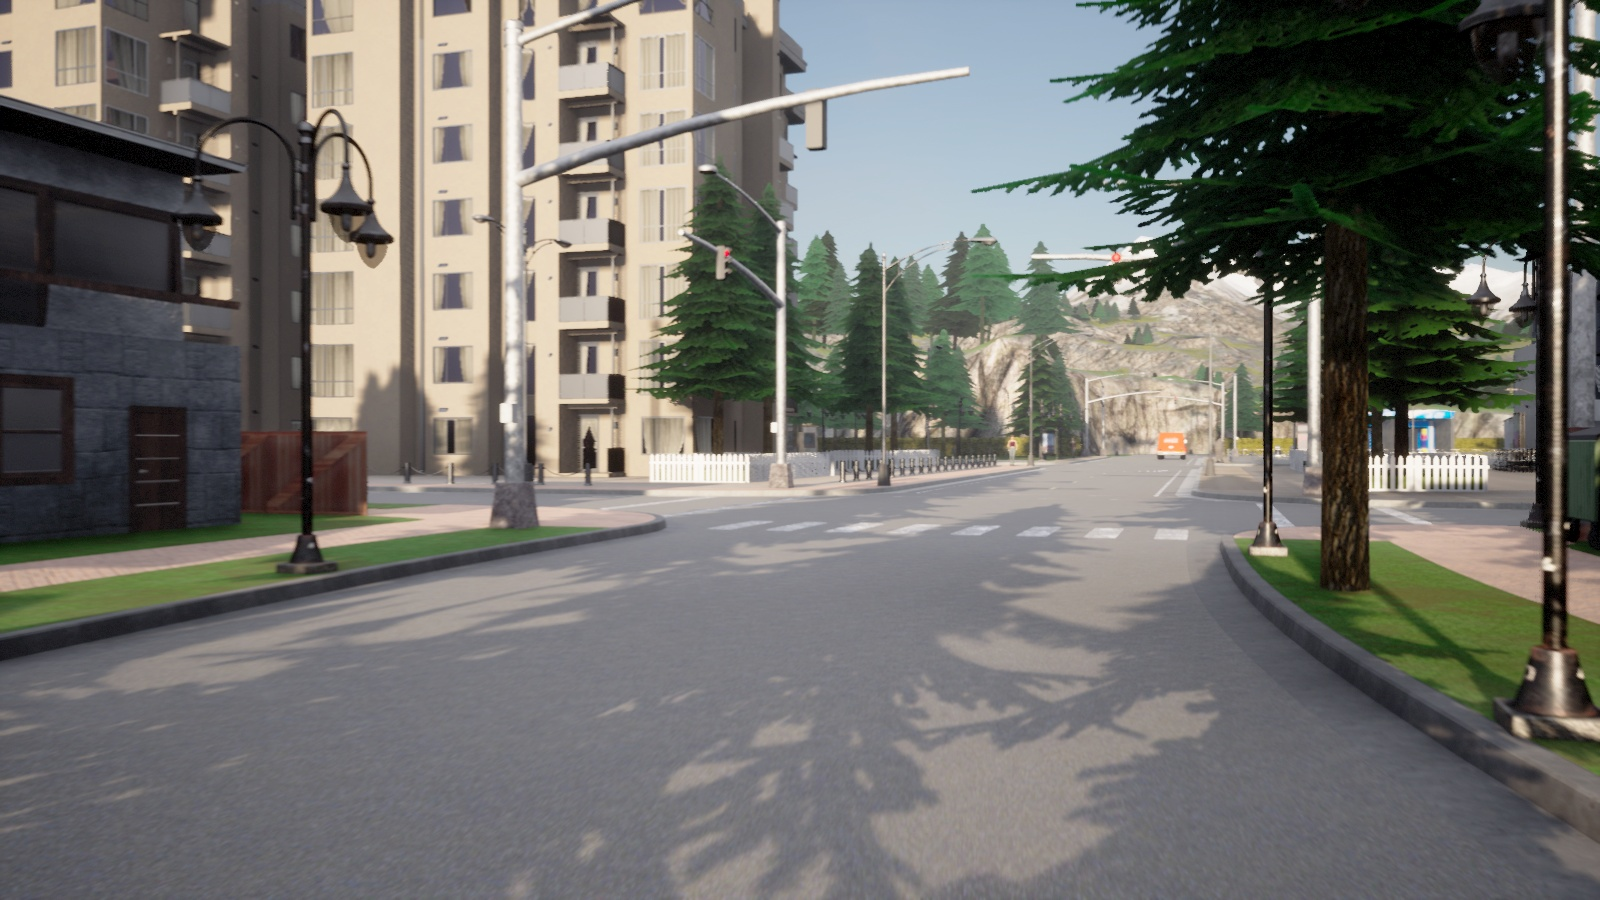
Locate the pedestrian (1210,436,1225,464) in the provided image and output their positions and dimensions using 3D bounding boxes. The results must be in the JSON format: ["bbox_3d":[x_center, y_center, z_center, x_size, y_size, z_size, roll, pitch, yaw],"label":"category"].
[{"bbox_3d":[28.613,-0.003,86.106,0.659,1.952,0.873,0,0,-5],"label":"pedestrian"}]

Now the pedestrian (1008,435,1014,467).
[{"bbox_3d":[12.287,0.041,73.232,0.345,1.836,0.594,0,0,9],"label":"pedestrian"}]
